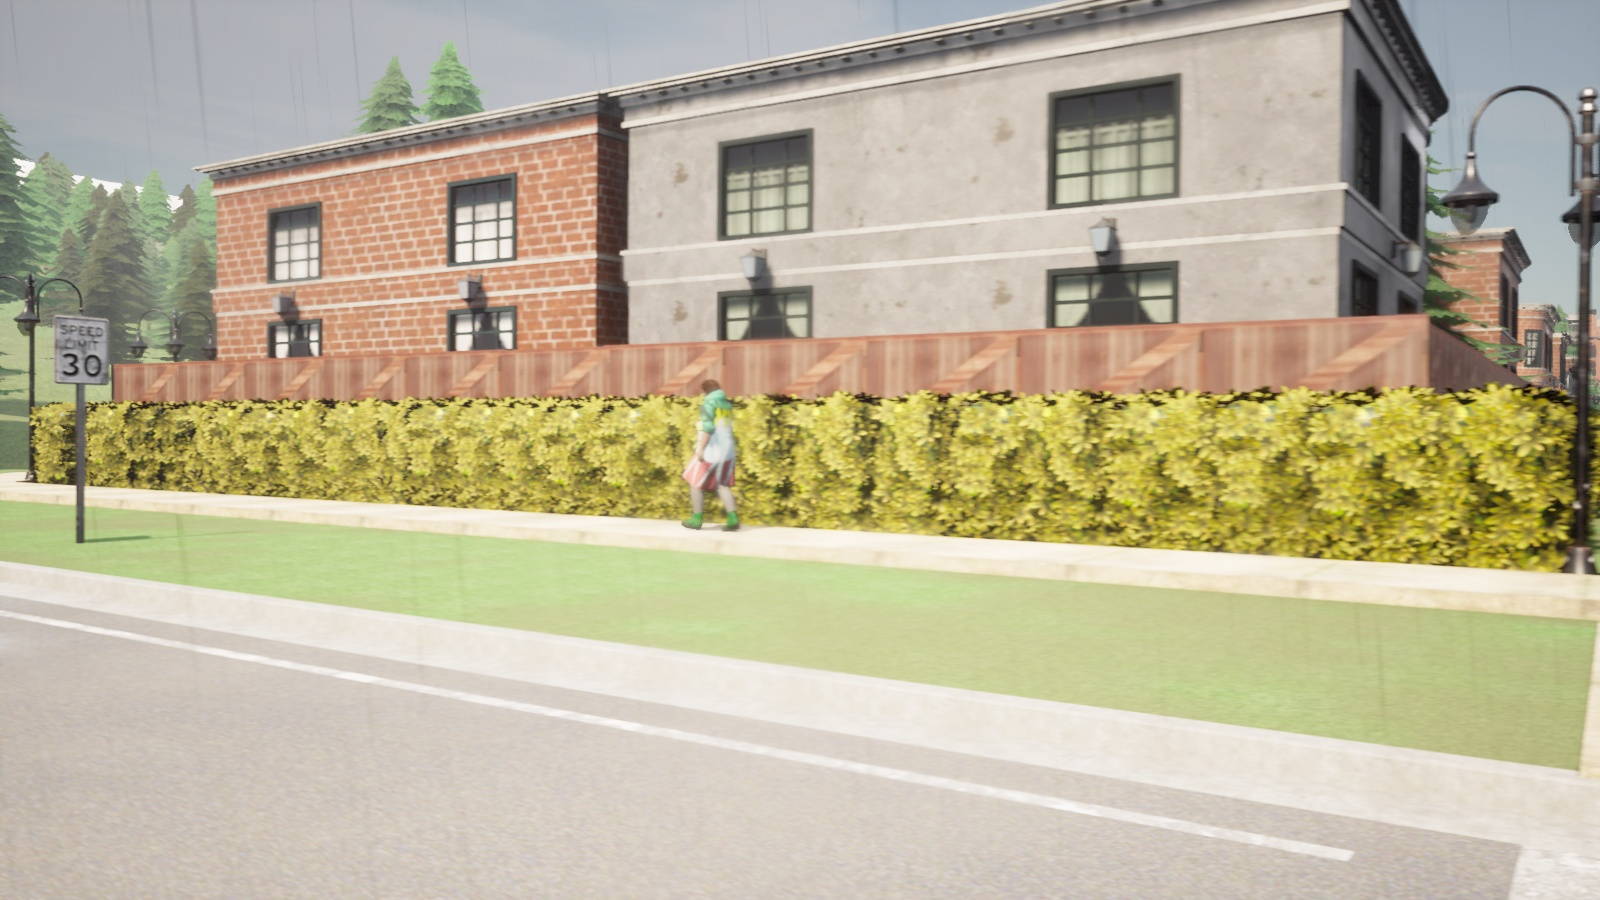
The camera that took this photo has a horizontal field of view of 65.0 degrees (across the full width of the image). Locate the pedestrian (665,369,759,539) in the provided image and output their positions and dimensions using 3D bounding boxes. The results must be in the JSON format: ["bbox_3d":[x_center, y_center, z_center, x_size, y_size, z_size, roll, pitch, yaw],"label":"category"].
[{"bbox_3d":[-1.041,0.046,14.922,0.873,1.952,0.659,0,1,34],"label":"pedestrian"}]
